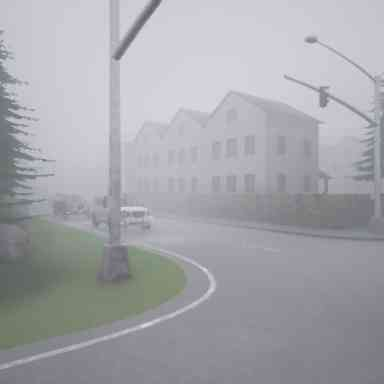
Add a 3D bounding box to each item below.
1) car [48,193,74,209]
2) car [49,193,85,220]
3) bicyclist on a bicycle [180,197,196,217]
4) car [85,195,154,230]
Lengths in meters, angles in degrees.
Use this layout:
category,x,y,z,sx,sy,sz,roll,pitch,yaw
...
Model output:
category,x,y,z,sx,sy,sz,roll,pitch,yaw
car,-18.446,1.206,46.652,2.150,2.045,5.566,0,0,-35
car,-10.485,1.205,28.969,2.150,2.045,5.566,0,0,-35
bicyclist on a bicycle,-0.328,1.277,27.500,1.656,1.620,0.582,0,0,-35
car,-4.426,1.204,20.319,2.150,2.045,5.566,0,0,-35
